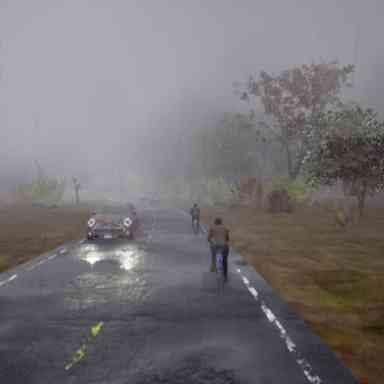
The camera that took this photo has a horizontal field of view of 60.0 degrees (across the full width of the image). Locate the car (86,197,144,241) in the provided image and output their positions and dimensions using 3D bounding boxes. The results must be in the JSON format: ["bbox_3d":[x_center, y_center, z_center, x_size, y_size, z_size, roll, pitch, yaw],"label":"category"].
[{"bbox_3d":[-3.748,1.322,16.494,2.097,1.767,4.553,0,0,-4],"label":"car"}]

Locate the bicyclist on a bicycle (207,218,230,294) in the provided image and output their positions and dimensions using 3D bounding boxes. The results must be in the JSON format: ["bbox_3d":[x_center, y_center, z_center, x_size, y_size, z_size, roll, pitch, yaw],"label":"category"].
[{"bbox_3d":[0.633,1.436,7.790,0.582,1.620,1.656,0,0,-2],"label":"bicyclist on a bicycle"}]

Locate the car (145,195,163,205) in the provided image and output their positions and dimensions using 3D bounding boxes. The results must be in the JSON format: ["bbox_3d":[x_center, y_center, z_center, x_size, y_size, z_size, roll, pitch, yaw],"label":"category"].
[{"bbox_3d":[-6.267,1.262,56.521,2.097,1.767,4.553,0,0,-12],"label":"car"}]

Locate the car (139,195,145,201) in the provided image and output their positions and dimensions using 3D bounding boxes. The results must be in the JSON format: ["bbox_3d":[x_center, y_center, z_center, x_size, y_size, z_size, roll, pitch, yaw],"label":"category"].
[{"bbox_3d":[-10.504,1.370,72.980,1.882,1.535,5.008,0,0,-16],"label":"car"}]

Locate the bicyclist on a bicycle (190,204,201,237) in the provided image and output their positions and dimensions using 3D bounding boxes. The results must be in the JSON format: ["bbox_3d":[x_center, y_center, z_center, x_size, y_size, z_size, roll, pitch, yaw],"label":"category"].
[{"bbox_3d":[0.180,1.419,16.864,0.582,1.620,1.656,0,0,-4],"label":"bicyclist on a bicycle"}]
